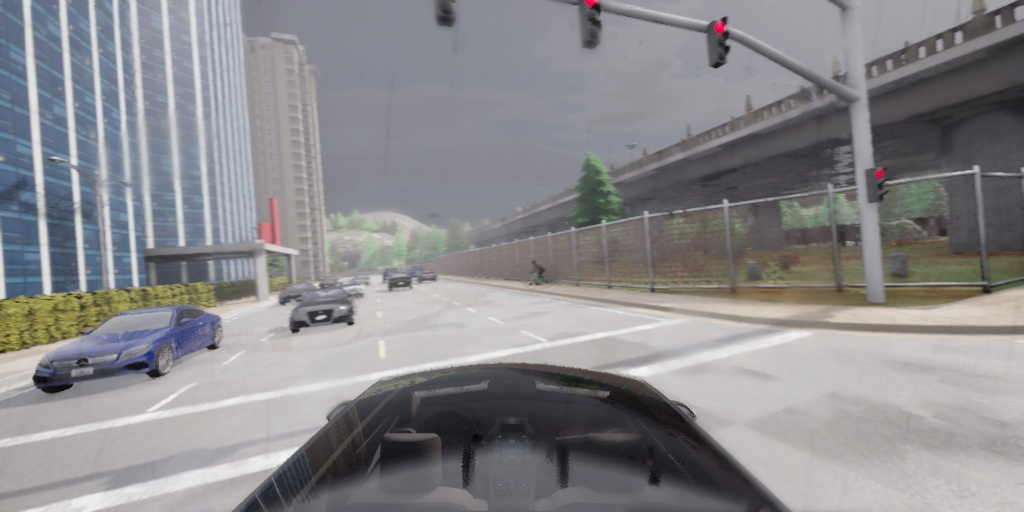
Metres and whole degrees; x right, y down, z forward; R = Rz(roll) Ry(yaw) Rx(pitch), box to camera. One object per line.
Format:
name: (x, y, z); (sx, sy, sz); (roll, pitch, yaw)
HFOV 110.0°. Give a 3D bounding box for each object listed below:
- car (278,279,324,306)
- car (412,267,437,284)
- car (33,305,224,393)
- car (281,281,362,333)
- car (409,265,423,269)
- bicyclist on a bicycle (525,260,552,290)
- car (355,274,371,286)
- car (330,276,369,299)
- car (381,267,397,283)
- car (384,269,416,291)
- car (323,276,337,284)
car: (-15.585, 2.697, 26.385); (2.033, 1.411, 5.357); (-4, 0, -21)
car: (-9.799, 2.275, 41.071); (2.128, 1.511, 4.902); (-4, 0, -20)
car: (-8.979, 2.020, 8.969); (1.812, 1.442, 4.674); (-4, 0, -21)
car: (-7.112, 1.941, 13.855); (1.994, 1.385, 4.181); (-4, 0, -21)
car: (-13.524, 2.374, 50.738); (2.150, 2.045, 5.566); (-4, 0, -21)
bicyclist on a bicycle: (1.437, 1.040, 19.933); (1.656, 1.620, 0.582); (-7, 0, -21)
car: (-18.280, 2.992, 43.634); (2.128, 1.511, 4.902); (-4, 0, -21)
car: (-11.681, 2.431, 25.942); (1.895, 1.301, 4.718); (-4, 0, -21)
car: (-17.022, 2.655, 50.372); (2.150, 2.045, 5.566); (-4, 0, -21)
car: (-10.246, 2.238, 32.543); (1.882, 1.535, 5.008); (-4, 0, -21)
car: (-21.550, 3.162, 42.394); (1.837, 1.490, 4.892); (-4, 0, -21)
